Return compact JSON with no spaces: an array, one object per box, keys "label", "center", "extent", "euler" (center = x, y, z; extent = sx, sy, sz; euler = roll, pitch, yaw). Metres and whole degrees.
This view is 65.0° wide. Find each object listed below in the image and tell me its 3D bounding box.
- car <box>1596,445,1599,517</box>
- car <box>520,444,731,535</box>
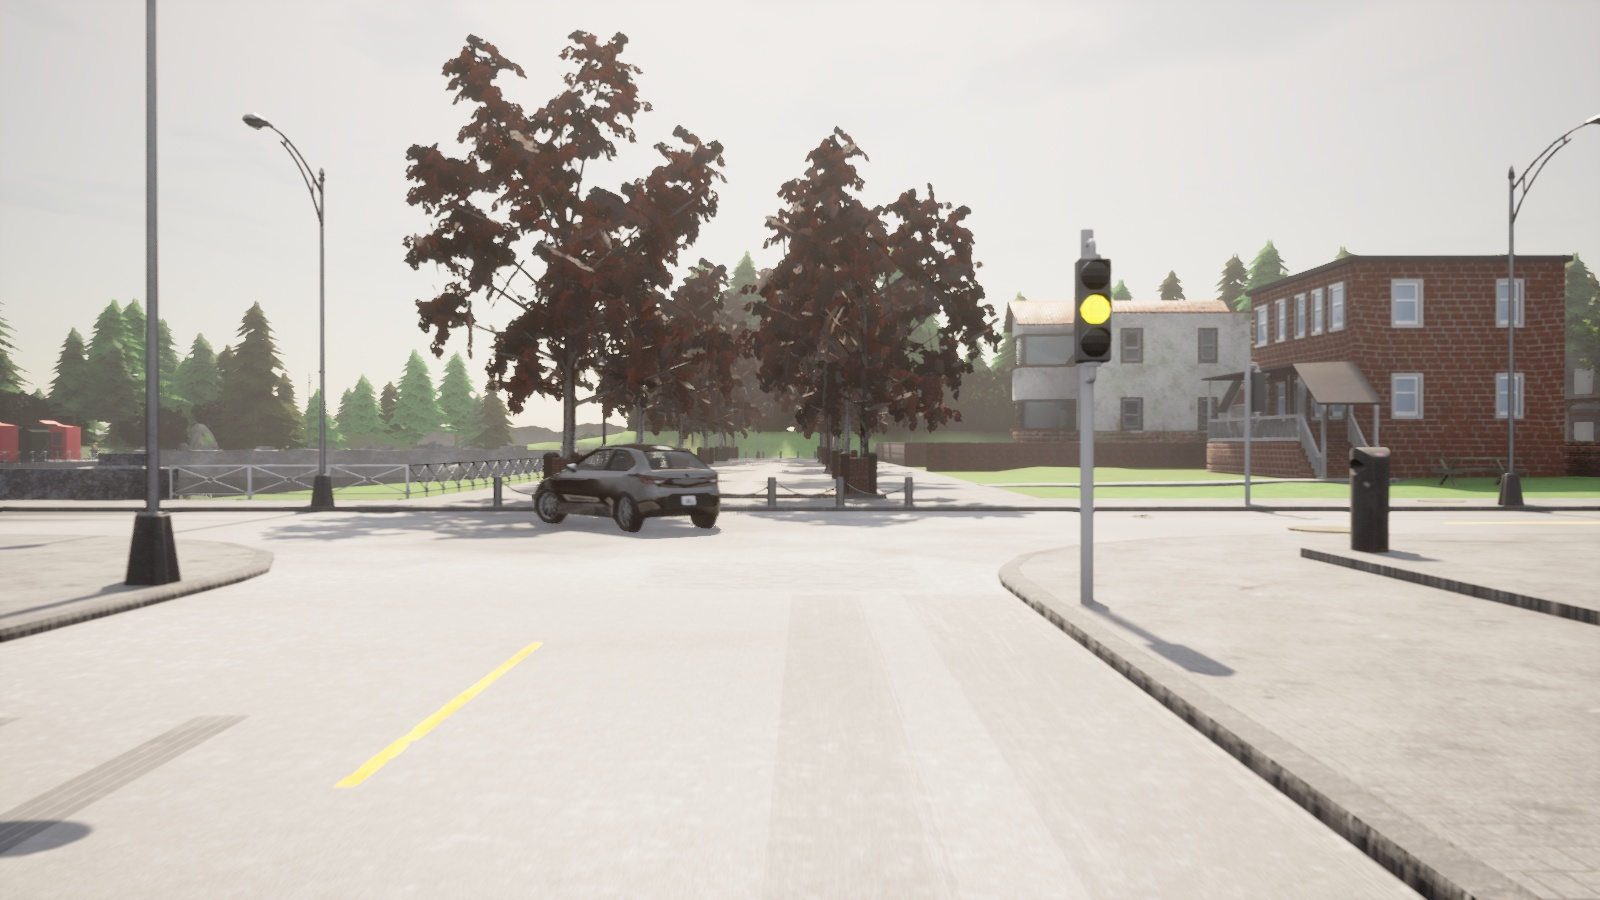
[{"label":"car","center":[18.378,0.635,24.770],"extent":[4.193,1.474,1.816],"euler":[0,0,0]},{"label":"car","center":[-3.210,0.631,22.512],"extent":[1.816,1.474,4.193],"euler":[0,0,-39]}]
